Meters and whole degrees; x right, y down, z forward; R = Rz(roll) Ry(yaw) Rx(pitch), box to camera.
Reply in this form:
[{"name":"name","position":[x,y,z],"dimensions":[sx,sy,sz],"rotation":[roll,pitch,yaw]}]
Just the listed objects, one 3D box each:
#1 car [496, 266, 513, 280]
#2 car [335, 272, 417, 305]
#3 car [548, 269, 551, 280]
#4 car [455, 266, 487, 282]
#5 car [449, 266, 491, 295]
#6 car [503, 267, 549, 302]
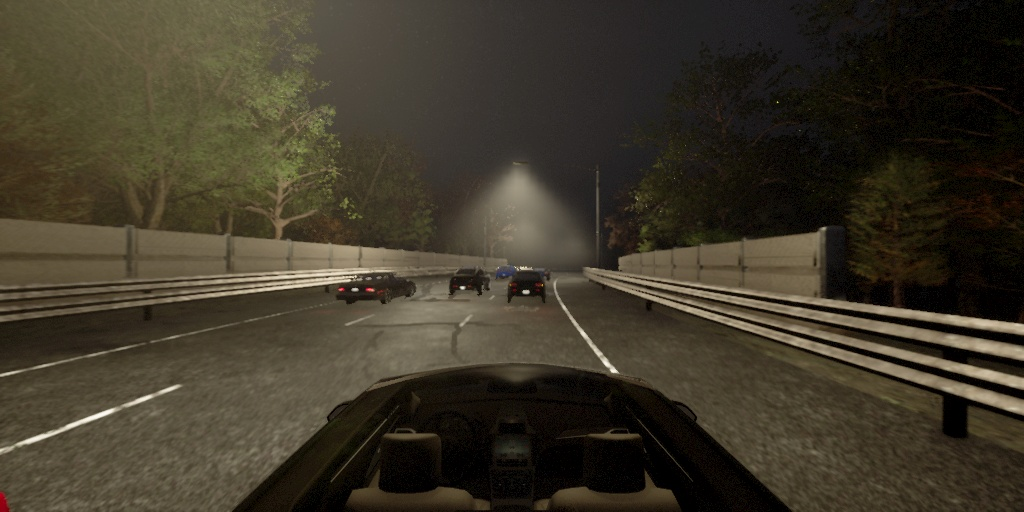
[{"name":"car","position":[-0.436,1.798,38.432],"dimensions":[1.882,1.535,5.008],"rotation":[0,-1,9]},{"name":"car","position":[-6.303,1.466,17.288],"dimensions":[2.033,1.411,5.357],"rotation":[0,-1,4]},{"name":"car","position":[2.999,1.882,37.721],"dimensions":[1.994,1.385,4.181],"rotation":[0,-1,9]},{"name":"car","position":[-4.142,1.771,37.293],"dimensions":[2.128,1.511,4.902],"rotation":[0,-1,8]},{"name":"car","position":[-2.446,1.490,21.619],"dimensions":[1.837,1.490,4.892],"rotation":[0,-1,5]},{"name":"car","position":[0.795,1.471,18.333],"dimensions":[1.812,1.442,4.674],"rotation":[0,-1,4]}]
